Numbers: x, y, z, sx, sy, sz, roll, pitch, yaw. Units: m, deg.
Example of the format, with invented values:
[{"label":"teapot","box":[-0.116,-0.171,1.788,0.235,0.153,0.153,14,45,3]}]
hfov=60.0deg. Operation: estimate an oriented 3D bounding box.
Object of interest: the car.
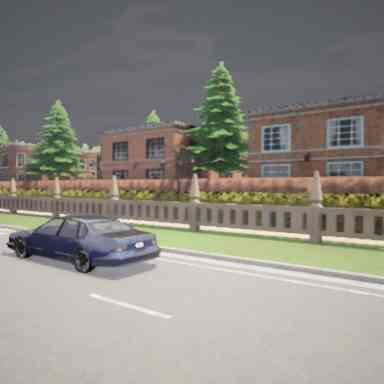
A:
[{"label":"car","box":[-3.437,1.397,10.098,5.357,1.411,2.033,1,1,35]}]
